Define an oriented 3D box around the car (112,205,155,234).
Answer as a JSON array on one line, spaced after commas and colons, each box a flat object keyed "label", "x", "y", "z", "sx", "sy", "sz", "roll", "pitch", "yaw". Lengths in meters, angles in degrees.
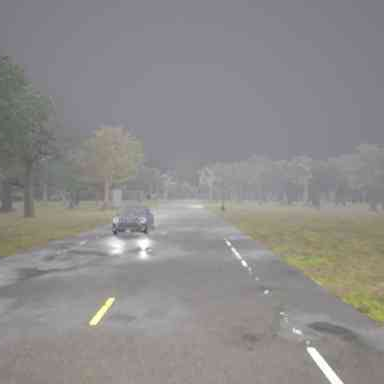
[{"label": "car", "x": -3.598, "y": 1.640, "z": 21.005, "sx": 2.097, "sy": 1.767, "sz": 4.553, "roll": 0, "pitch": -1, "yaw": 0}]
